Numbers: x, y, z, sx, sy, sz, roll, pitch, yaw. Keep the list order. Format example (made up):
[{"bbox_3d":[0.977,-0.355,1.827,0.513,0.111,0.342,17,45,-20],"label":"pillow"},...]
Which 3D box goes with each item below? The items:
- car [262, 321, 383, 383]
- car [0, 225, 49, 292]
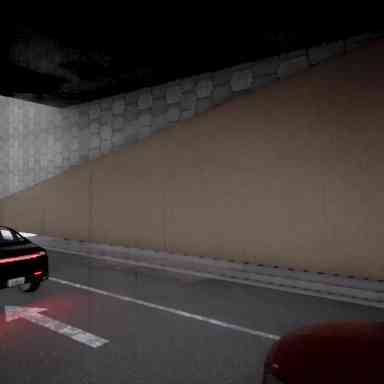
[{"bbox_3d":[2.702,1.526,1.957,4.674,1.442,1.812,0,0,36],"label":"car"},{"bbox_3d":[-5.305,1.491,7.728,4.902,1.511,2.128,0,0,35],"label":"car"}]
